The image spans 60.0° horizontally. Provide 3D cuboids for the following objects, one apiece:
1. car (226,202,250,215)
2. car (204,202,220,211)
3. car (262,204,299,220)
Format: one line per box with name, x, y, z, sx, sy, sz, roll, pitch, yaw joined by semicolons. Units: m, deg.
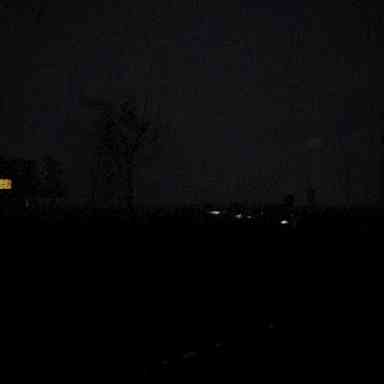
car;5.849;2.138;43.037;1.837;1.490;4.892;1;-1;-14
car;3.018;2.324;54.018;2.128;1.511;4.902;1;-1;-14
car;8.573;1.951;32.590;1.837;1.490;4.892;1;-2;-15
